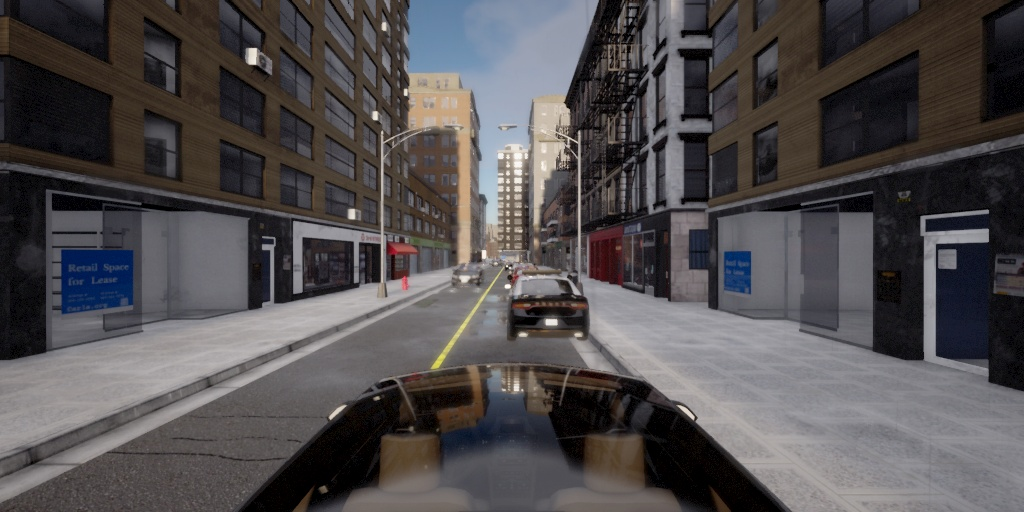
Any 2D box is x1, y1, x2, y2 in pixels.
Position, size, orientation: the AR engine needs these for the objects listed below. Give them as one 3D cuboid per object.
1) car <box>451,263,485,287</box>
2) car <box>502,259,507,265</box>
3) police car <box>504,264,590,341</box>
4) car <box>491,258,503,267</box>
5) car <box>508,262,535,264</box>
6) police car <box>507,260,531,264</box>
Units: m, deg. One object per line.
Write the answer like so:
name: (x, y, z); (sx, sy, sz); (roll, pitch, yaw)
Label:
car: (-2.869, 1.236, 24.159); (2.128, 1.511, 4.902); (0, 0, 0)
car: (0.003, 1.341, 47.863); (1.895, 1.301, 4.718); (0, 0, 1)
police car: (0.819, 1.174, 10.033); (1.930, 1.638, 5.238); (0, 0, 0)
car: (-2.860, 1.233, 65.336); (2.128, 1.511, 4.902); (0, 0, 0)
car: (0.810, 1.272, 19.923); (1.812, 1.442, 4.674); (0, 0, 0)
police car: (0.804, 1.169, 26.033); (1.930, 1.638, 5.238); (0, 0, 0)
